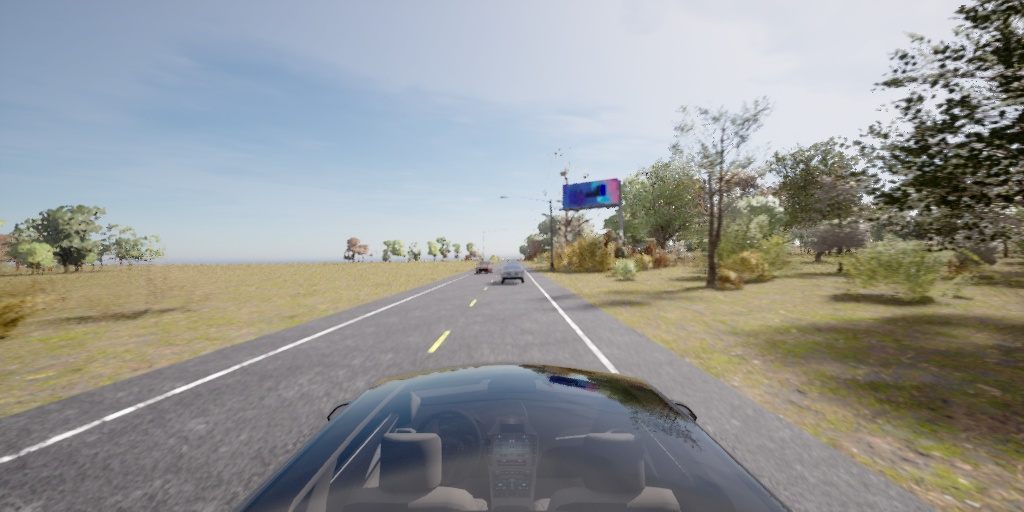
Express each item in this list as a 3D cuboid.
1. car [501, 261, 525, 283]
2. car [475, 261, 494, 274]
[{"bbox_3d":[0.068,1.393,28.988,2.033,1.411,5.357,-1,0,1],"label":"car"},{"bbox_3d":[-3.408,1.377,45.098,2.097,1.767,4.553,-1,0,0],"label":"car"}]
